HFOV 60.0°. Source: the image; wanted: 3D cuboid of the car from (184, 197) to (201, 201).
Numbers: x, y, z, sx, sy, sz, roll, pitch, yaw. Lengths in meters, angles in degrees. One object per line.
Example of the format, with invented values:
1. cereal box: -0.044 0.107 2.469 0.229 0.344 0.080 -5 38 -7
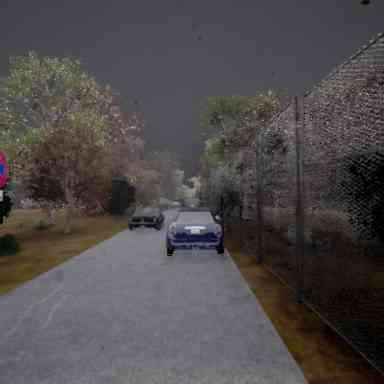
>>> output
1. car: 0.037 1.559 35.596 2.150 2.045 5.566 0 -1 -1

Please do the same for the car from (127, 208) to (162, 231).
1. car: -2.887 1.733 21.553 1.895 1.301 4.718 0 -1 0

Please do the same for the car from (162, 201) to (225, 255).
1. car: 0.104 1.404 13.641 2.097 1.767 4.553 0 -1 0

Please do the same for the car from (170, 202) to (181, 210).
1. car: -3.066 2.560 62.738 1.812 1.442 4.674 0 -2 0
